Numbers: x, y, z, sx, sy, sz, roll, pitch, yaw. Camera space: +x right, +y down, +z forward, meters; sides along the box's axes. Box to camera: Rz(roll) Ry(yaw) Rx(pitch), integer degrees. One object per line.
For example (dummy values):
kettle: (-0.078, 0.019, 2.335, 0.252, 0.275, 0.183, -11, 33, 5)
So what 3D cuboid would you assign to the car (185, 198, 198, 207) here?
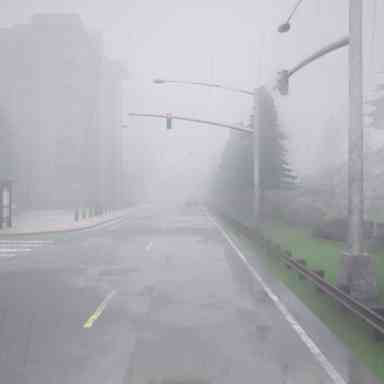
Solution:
car: (-0.039, 1.564, 50.677, 1.994, 1.385, 4.181, 0, 0, 0)
